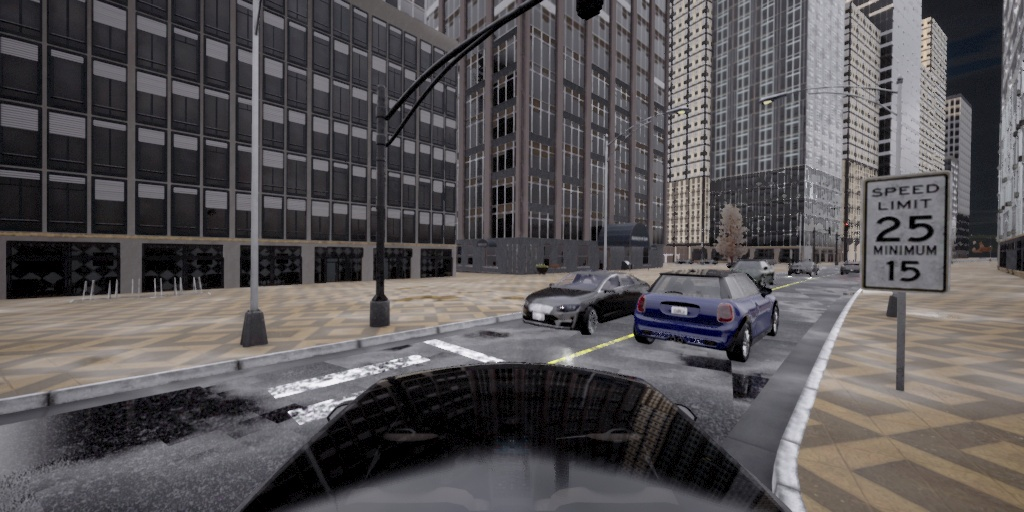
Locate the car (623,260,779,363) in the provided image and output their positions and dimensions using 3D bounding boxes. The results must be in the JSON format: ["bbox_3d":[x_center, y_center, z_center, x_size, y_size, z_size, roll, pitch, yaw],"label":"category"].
[{"bbox_3d":[4.773,1.088,8.537,2.097,1.767,4.553,1,1,45],"label":"car"}]

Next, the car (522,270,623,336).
[{"bbox_3d":[2.352,1.187,10.431,2.128,1.511,4.902,1,1,44],"label":"car"}]

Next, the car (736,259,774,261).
[{"bbox_3d":[15.147,1.023,22.913,4.553,1.767,2.097,0,1,-43],"label":"car"}]

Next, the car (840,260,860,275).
[{"bbox_3d":[34.486,1.167,36.011,4.902,1.511,2.128,0,1,-41],"label":"car"}]

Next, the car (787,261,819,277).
[{"bbox_3d":[28.374,1.204,34.855,4.892,1.490,1.837,0,1,-41],"label":"car"}]
